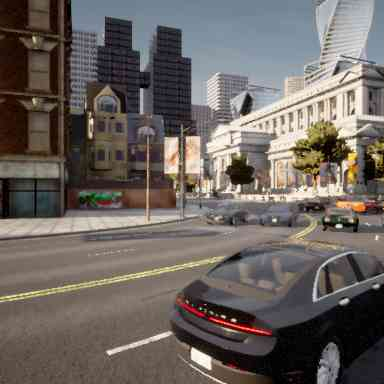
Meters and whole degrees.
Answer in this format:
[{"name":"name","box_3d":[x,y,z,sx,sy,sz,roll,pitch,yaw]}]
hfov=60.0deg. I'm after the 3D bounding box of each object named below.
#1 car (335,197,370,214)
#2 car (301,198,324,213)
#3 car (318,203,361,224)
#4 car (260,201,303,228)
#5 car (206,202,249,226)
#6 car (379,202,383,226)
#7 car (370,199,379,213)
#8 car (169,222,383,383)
[{"name":"car","box_3d":[16.575,1.329,35.313,2.097,1.767,4.553,0,0,6]},{"name":"car","box_3d":[13.217,1.452,37.212,1.882,1.535,5.008,0,0,4]},{"name":"car","box_3d":[9.093,1.588,20.419,1.895,1.301,4.718,0,0,25]},{"name":"car","box_3d":[5.865,1.548,22.096,1.994,1.385,4.181,0,0,25]},{"name":"car","box_3d":[2.583,1.487,23.280,1.837,1.490,4.892,0,0,25]},{"name":"car","box_3d":[12.312,1.341,19.137,2.097,1.767,4.553,0,0,25]},{"name":"car","box_3d":[19.943,1.497,38.519,2.002,1.452,4.674,0,0,1]},{"name":"car","box_3d":[1.891,1.503,5.156,4.892,1.490,1.837,-1,1,-42]}]
